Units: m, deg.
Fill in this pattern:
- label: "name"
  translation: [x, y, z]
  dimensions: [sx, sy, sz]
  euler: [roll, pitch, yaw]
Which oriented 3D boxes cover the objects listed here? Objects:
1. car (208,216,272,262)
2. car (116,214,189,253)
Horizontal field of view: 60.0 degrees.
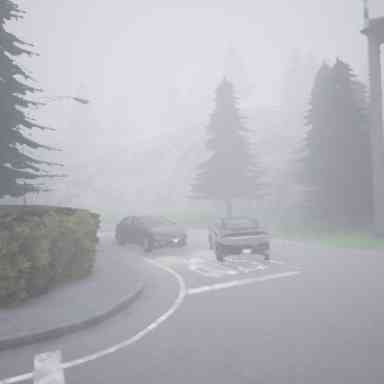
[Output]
- label: "car"
  translation: [1.726, 1.699, 13.015]
  dimensions: [2.128, 1.511, 4.902]
  euler: [-4, -1, -1]
- label: "car"
  translation: [-2.028, 1.824, 15.718]
  dimensions: [1.837, 1.490, 4.892]
  euler: [-1, -1, -34]
